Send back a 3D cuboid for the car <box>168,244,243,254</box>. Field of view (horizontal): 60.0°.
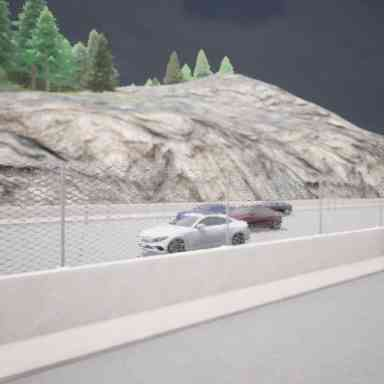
[{"bbox_3d":[0.241,1.525,12.762,4.674,1.442,1.812,0,0,-35],"label":"car"}]
